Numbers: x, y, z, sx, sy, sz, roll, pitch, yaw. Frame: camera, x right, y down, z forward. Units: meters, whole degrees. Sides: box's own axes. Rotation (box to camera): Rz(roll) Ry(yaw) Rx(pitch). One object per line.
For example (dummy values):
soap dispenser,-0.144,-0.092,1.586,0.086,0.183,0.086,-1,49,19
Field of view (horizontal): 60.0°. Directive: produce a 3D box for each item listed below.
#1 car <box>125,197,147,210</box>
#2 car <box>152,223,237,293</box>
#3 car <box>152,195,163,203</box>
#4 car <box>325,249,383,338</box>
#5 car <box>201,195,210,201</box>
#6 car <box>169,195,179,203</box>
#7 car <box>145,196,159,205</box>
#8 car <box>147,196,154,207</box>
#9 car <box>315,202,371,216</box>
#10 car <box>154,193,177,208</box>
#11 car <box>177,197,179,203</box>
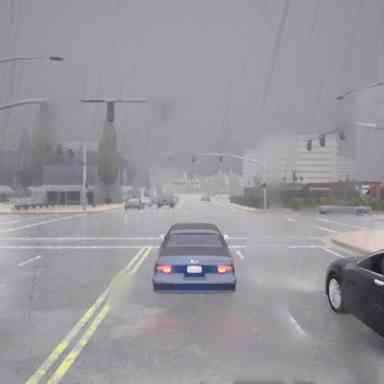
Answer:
car,-7.226,1.506,42.015,1.812,1.442,4.674,0,0,0
car,0.055,1.543,8.952,2.033,1.411,5.357,0,0,0
car,-7.213,1.467,70.588,1.837,1.490,4.892,0,0,0
car,3.548,1.503,4.706,1.837,1.490,4.892,0,0,0
car,3.258,1.515,80.308,1.994,1.385,4.181,0,0,0
car,-3.715,1.473,68.218,1.837,1.490,4.892,0,0,0
car,-7.252,1.477,60.535,1.837,1.490,4.892,0,0,0
car,-7.247,1.502,50.970,1.812,1.442,4.674,0,0,0
car,14.351,1.586,31.871,4.718,1.301,1.895,0,0,1
car,-3.732,1.199,48.310,2.150,2.045,5.566,0,0,0
car,-3.755,1.499,58.066,1.812,1.442,4.674,0,0,0
